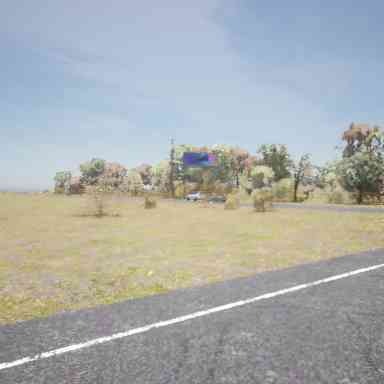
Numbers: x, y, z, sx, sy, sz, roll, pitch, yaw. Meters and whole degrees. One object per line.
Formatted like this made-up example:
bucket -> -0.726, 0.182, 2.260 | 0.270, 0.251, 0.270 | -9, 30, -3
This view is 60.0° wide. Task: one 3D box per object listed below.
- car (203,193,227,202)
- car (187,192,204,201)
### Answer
car -> 5.022, 1.402, 67.365 | 2.033, 1.411, 5.357 | 0, 0, -33
car -> 1.011, 0.951, 73.300 | 2.150, 2.045, 5.566 | 0, 0, -34
